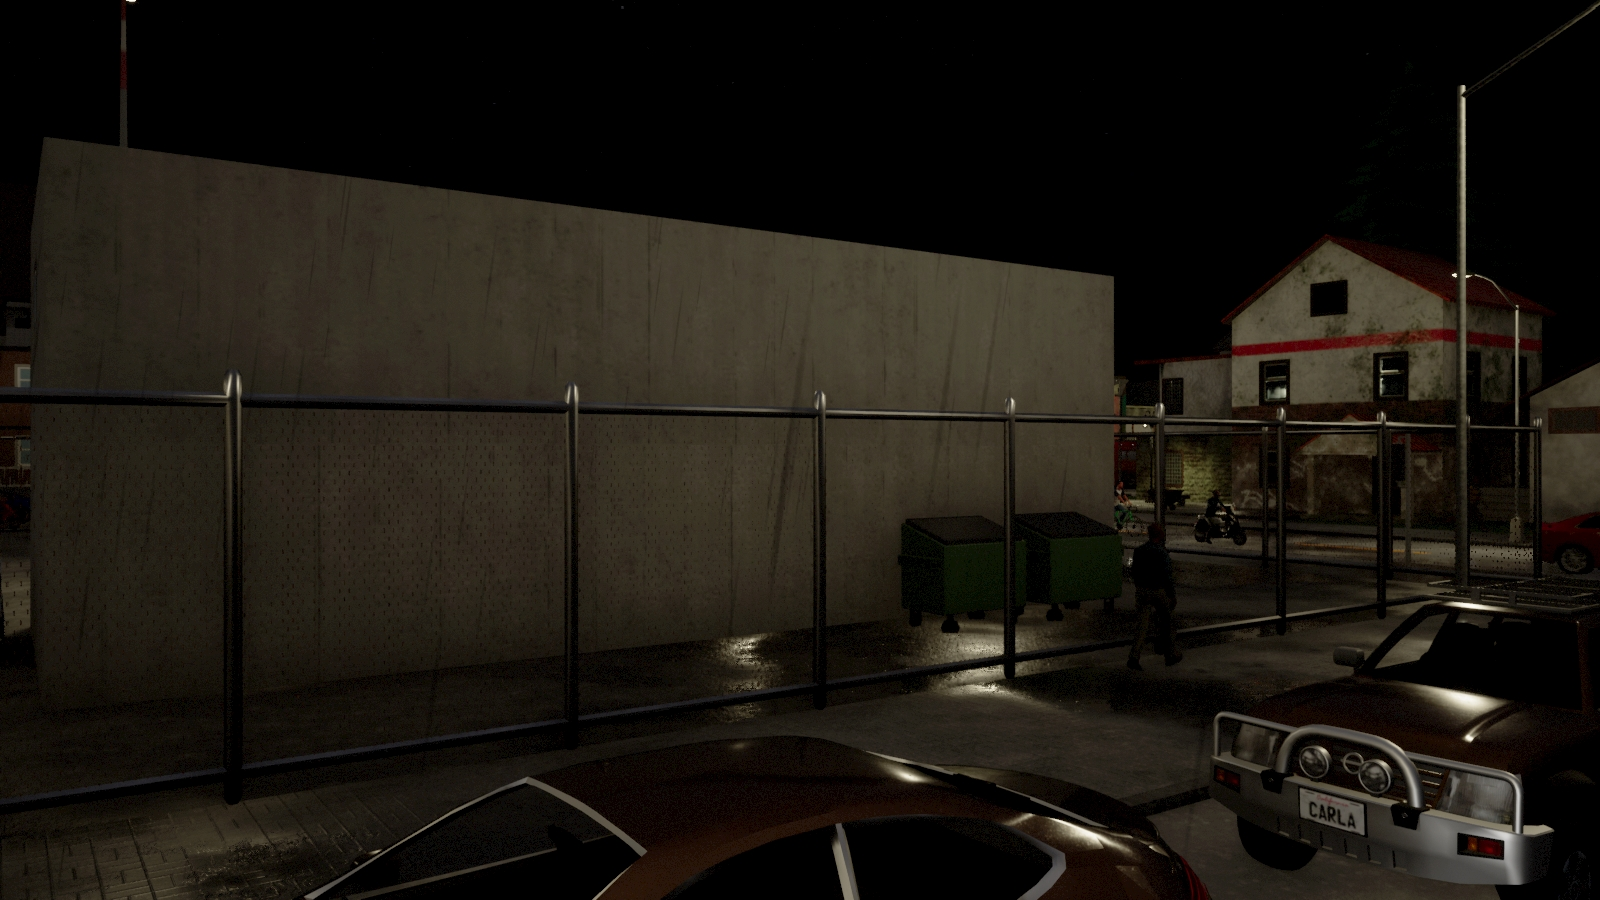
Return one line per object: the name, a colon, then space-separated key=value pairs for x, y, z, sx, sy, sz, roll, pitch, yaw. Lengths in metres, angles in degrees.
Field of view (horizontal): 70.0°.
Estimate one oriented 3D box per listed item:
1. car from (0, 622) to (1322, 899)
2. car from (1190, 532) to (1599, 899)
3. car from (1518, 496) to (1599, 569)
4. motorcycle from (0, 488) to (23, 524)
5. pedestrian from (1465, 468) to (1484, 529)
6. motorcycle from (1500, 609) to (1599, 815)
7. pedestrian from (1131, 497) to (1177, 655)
car: x=-0.619 y=1.771 z=3.955 sx=5.027 sy=1.651 sz=2.152 roll=0 pitch=0 yaw=-35
car: x=4.948 y=1.640 z=7.839 sx=4.605 sy=1.855 sz=1.932 roll=0 pitch=0 yaw=-35
car: x=18.738 y=1.831 z=24.741 sx=2.231 sy=1.480 sz=4.892 roll=0 pitch=-1 yaw=-32
motorcycle: x=-28.280 y=1.962 z=39.963 sx=1.805 sy=1.236 sz=0.856 roll=0 pitch=0 yaw=-35
pedestrian: x=21.068 y=1.510 z=35.675 sx=0.375 sy=1.860 sz=0.375 roll=0 pitch=0 yaw=-33
motorcycle: x=6.256 y=1.958 z=8.768 sx=1.805 sy=1.236 sz=0.856 roll=0 pitch=0 yaw=-35
pedestrian: x=4.295 y=1.513 z=13.874 sx=0.375 sy=1.860 sz=0.375 roll=0 pitch=0 yaw=-35
